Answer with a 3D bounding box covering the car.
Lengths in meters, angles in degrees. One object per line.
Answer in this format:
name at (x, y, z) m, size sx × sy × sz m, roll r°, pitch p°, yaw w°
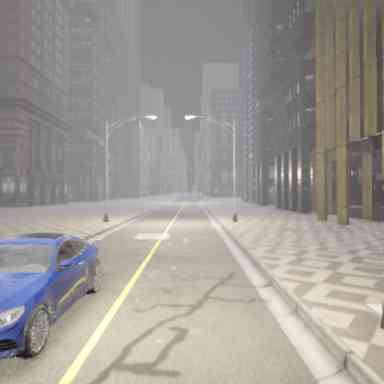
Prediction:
car at (-3.002, 1.541, 6.133) m, size 1.812 × 1.442 × 4.674 m, roll 0°, pitch 0°, yaw 0°
